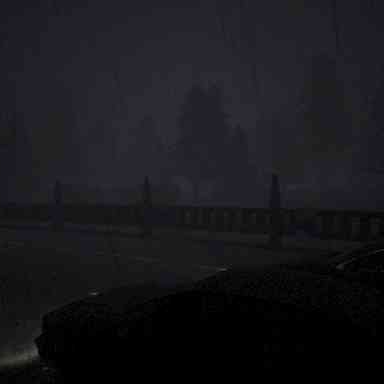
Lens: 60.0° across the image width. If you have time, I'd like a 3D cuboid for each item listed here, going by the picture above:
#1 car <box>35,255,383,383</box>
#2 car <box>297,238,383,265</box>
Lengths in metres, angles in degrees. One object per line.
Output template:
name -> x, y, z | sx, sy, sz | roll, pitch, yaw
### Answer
car -> 0.700, 1.538, 3.342 | 5.357, 1.411, 2.033 | 0, 0, 34
car -> 3.634, 1.486, 5.492 | 4.892, 1.490, 1.837 | 0, 0, 35
